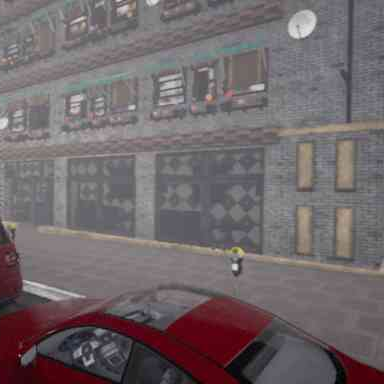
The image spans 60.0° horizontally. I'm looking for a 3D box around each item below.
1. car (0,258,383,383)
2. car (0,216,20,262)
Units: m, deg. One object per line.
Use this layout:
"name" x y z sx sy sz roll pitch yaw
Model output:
"car" -0.429 1.541 2.994 4.206 1.307 1.802 1 2 33
"car" -5.169 1.227 6.090 5.009 1.841 2.192 1 2 33
